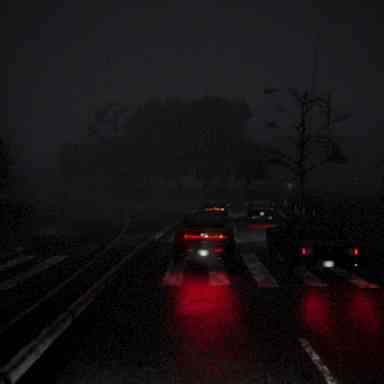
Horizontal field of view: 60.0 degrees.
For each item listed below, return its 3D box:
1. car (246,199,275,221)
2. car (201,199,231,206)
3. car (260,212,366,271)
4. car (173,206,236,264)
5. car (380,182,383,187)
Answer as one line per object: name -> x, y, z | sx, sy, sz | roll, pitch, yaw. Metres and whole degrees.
car -> 5.041, 1.244, 24.697 | 1.882, 1.535, 5.008 | 1, 2, 8
car -> 1.717, 1.260, 24.413 | 1.837, 1.490, 4.892 | 1, 1, 8
car -> 3.639, 1.553, 10.778 | 1.895, 1.301, 4.718 | 0, 0, 3
car -> 0.447, 1.440, 11.566 | 1.837, 1.490, 4.892 | 0, 0, 3
car -> 43.430, -1.869, 72.788 | 2.185, 1.767, 4.553 | -1, 4, -11
